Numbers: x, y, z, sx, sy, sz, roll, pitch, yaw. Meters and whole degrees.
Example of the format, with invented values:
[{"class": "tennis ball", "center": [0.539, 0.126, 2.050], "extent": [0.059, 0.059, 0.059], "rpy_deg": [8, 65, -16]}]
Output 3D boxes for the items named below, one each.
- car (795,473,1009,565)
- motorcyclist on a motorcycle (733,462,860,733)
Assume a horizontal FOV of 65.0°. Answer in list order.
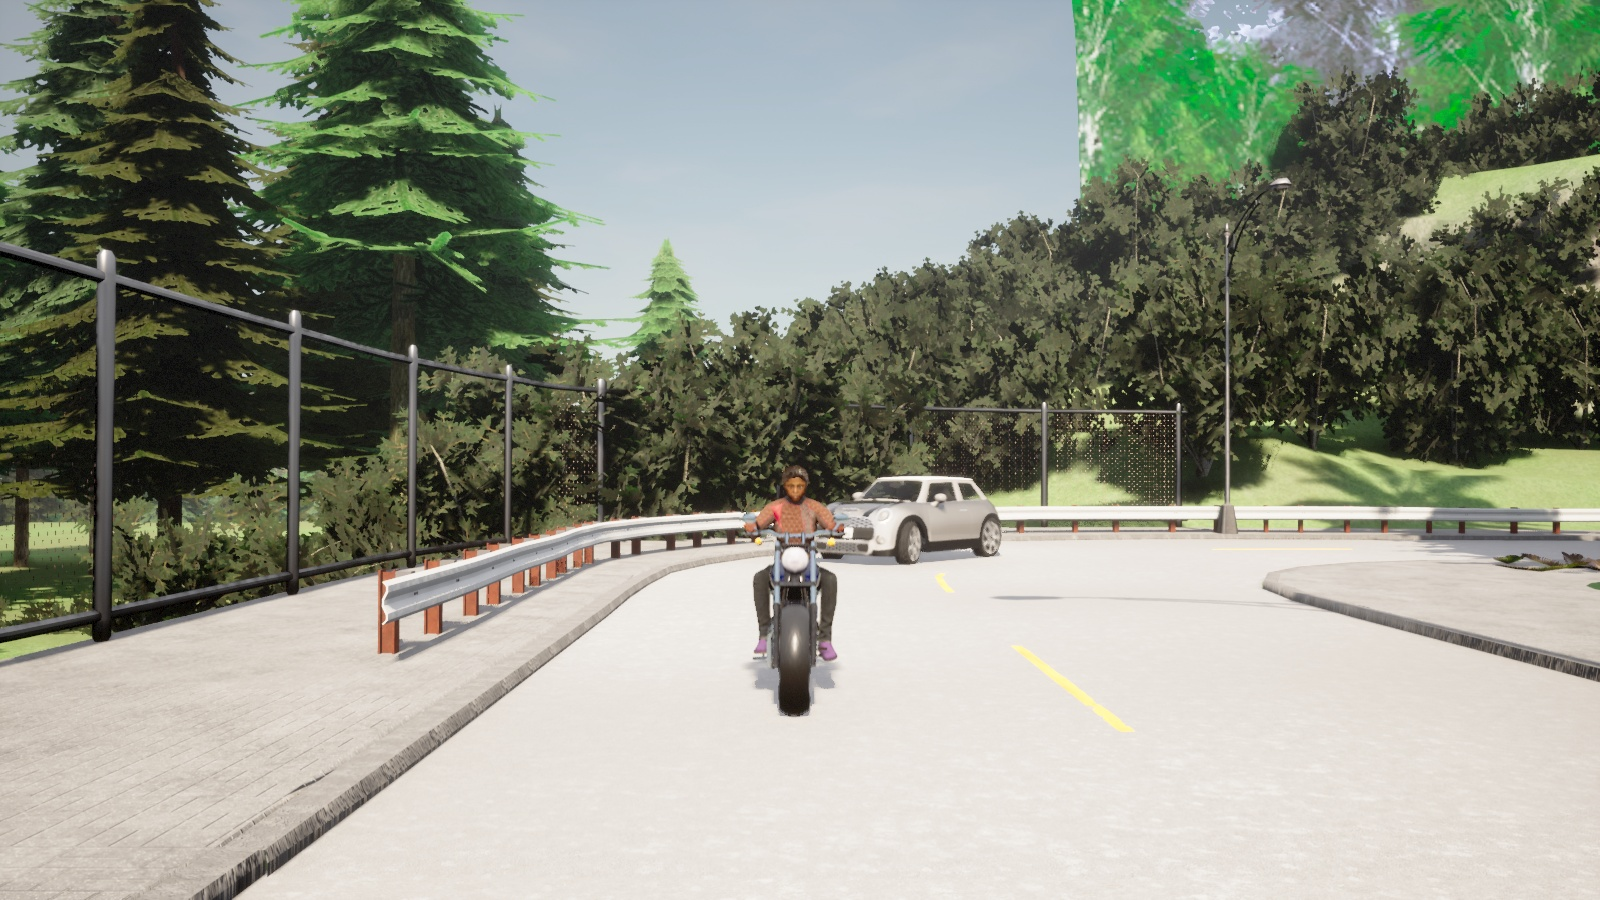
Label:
[{"class": "car", "center": [1.882, 1.149, 22.357], "extent": [1.970, 1.475, 3.806], "rpy_deg": [-1, -1, 40]}, {"class": "motorcyclist on a motorcycle", "center": [-0.028, 0.913, 8.835], "extent": [0.766, 1.649, 2.350], "rpy_deg": [0, -1, 0]}]
